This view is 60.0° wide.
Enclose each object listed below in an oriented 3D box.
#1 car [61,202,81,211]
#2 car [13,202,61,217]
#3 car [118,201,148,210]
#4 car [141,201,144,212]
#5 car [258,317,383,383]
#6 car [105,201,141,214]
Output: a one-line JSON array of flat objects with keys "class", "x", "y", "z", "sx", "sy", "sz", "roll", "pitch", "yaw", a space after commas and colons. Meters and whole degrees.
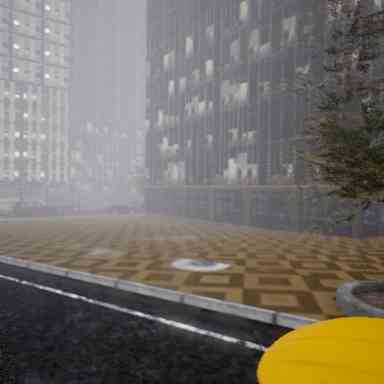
[{"class": "car", "x": -19.432, "y": 2.294, "z": 51.504, "sx": 4.403, "sy": 1.369, "sz": 2.008, "roll": 0, "pitch": 1, "yaw": -34}, {"class": "car", "x": -19.647, "y": 2.149, "z": 41.796, "sx": 5.009, "sy": 1.841, "sz": 2.192, "roll": 0, "pitch": 1, "yaw": -34}, {"class": "car", "x": -10.222, "y": 2.309, "z": 57.820, "sx": 4.829, "sy": 1.417, "sz": 1.752, "roll": 0, "pitch": 1, "yaw": -34}, {"class": "car", "x": -5.623, "y": 2.211, "z": 51.416, "sx": 5.009, "sy": 1.841, "sz": 2.192, "roll": 0, "pitch": 1, "yaw": -34}, {"class": "car", "x": 2.768, "y": 1.461, "z": 1.712, "sx": 5.008, "sy": 1.535, "sz": 1.882, "roll": -1, "pitch": 0, "yaw": 35}, {"class": "car", "x": -10.300, "y": 2.420, "z": 48.212, "sx": 4.507, "sy": 1.381, "sz": 1.887, "roll": 0, "pitch": 1, "yaw": -34}]
